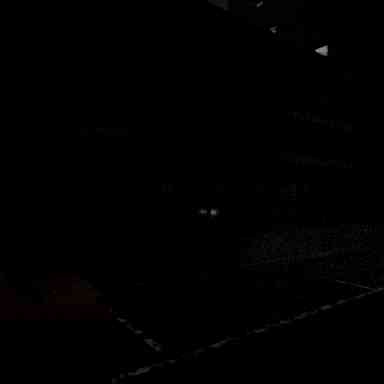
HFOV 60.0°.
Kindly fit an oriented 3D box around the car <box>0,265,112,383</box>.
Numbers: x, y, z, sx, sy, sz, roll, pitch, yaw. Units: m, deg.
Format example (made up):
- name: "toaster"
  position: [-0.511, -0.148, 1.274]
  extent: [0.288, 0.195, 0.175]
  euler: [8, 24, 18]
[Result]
- name: "car"
  position: [-3.367, 1.525, 3.673]
  extent: [4.829, 1.417, 1.752]
  euler: [0, 2, -35]
